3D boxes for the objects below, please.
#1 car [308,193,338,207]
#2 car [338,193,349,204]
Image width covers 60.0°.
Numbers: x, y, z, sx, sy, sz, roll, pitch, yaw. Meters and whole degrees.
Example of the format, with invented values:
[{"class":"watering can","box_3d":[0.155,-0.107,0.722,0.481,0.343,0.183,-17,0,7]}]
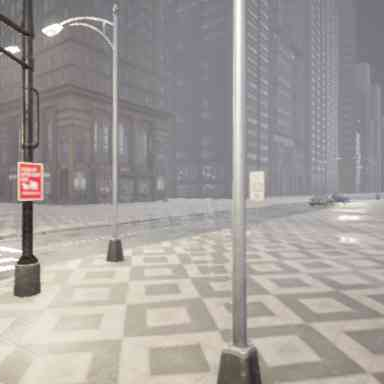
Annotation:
[{"class":"car","box_3d":[15.590,1.056,39.974,2.033,1.411,5.357,0,1,36]},{"class":"car","box_3d":[21.419,0.895,48.237,1.882,1.535,5.008,0,1,36]}]
